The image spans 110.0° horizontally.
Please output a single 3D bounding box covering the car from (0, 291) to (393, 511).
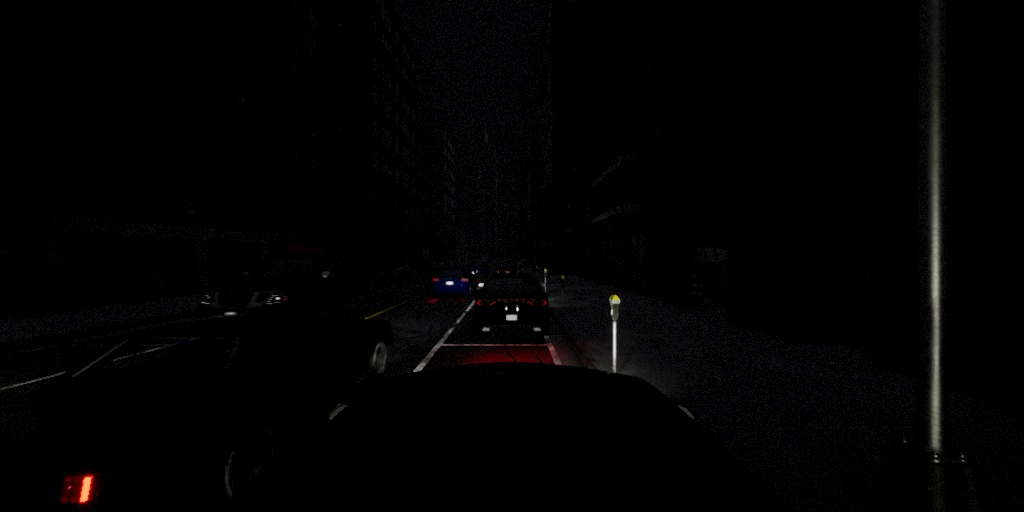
[{"bbox_3d":[-3.044,1.351,4.318,1.895,1.301,4.718,0,0,0],"label":"car"}]

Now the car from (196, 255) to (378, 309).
[{"bbox_3d":[-6.257,0.972,10.761,2.150,2.045,5.566,0,0,0],"label":"car"}]

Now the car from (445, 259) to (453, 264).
[{"bbox_3d":[-8.814,1.341,43.834,1.802,1.307,4.207,0,0,0],"label":"car"}]

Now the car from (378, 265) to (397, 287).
[{"bbox_3d":[-8.813,1.317,21.829,1.948,1.339,4.313,0,0,0],"label":"car"}]

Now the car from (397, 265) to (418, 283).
[{"bbox_3d":[-8.813,1.335,27.331,1.802,1.307,4.207,0,0,0],"label":"car"}]

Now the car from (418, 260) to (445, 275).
[{"bbox_3d":[-8.813,1.322,38.333,1.948,1.339,4.313,0,0,0],"label":"car"}]

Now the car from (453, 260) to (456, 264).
[{"bbox_3d":[-8.814,1.201,49.336,1.967,1.591,4.097,0,0,0],"label":"car"}]

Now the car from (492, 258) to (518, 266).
[{"bbox_3d":[-0.288,1.193,27.330,1.967,1.591,4.097,0,0,0],"label":"car"}]

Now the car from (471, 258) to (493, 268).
[{"bbox_3d":[-3.146,1.233,34.472,1.882,1.535,5.008,0,0,0],"label":"car"}]

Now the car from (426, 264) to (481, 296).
[{"bbox_3d":[-3.045,1.315,19.539,1.994,1.385,4.181,0,0,0],"label":"car"}]

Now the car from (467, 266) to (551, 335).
[{"bbox_3d":[-0.006,1.228,10.500,1.882,1.535,5.008,0,0,0],"label":"car"}]
